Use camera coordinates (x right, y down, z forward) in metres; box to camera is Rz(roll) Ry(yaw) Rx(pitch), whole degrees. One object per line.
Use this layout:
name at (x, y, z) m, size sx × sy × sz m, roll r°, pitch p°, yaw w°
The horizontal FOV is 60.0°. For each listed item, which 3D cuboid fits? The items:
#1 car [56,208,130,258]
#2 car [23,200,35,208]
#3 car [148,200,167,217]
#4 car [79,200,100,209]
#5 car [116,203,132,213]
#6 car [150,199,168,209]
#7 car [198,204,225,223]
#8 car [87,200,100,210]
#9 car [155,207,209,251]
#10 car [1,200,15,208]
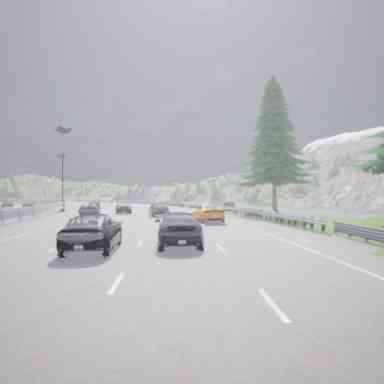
car at (-3.970, 1.646, 13.484) m, size 2.128 × 1.511 × 4.902 m, roll 0°, pitch 0°, yaw -4°
car at (-31.342, 2.316, 63.957) m, size 1.994 × 1.385 × 4.181 m, roll 0°, pitch -1°, yaw -24°
car at (-3.620, 1.906, 35.938) m, size 2.033 × 1.411 × 5.357 m, roll 0°, pitch -1°, yaw -13°
car at (-10.469, 1.881, 33.995) m, size 2.128 × 1.511 × 4.902 m, roll 0°, pitch -1°, yaw -12°
car at (-8.897, 2.062, 42.935) m, size 1.895 × 1.301 × 4.718 m, roll 0°, pitch -1°, yaw -15°
car at (-5.664, 2.037, 56.180) m, size 1.882 × 1.535 × 5.008 m, roll 0°, pitch 0°, yaw -19°
car at (1.357, 1.725, 27.714) m, size 1.882 × 1.535 × 5.008 m, roll 0°, pitch -1°, yaw -9°
car at (-15.952, 2.118, 53.877) m, size 1.837 × 1.490 × 4.892 m, roll 0°, pitch -1°, yaw -19°
car at (-0.588, 1.649, 14.944) m, size 1.837 × 1.490 × 4.892 m, roll 0°, pitch 0°, yaw -5°
car at (-34.504, 2.276, 62.455) m, size 1.837 × 1.490 × 4.892 m, roll 0°, pitch -1°, yaw -24°
